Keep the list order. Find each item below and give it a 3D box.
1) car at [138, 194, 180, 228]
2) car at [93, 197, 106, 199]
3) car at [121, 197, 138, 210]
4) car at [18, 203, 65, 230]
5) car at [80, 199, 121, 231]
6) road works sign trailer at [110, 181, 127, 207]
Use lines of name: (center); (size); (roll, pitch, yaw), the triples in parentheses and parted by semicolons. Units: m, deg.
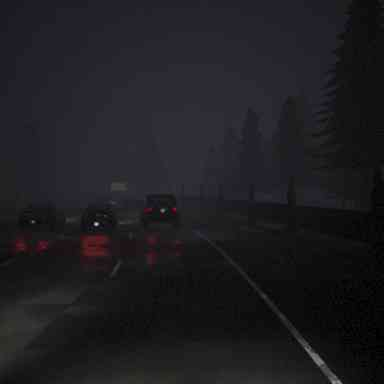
car: (-2.152, 1.130, 21.401); (2.150, 2.045, 5.566); (0, 0, -11)
car: (-10.500, 1.335, 37.693); (2.128, 1.511, 4.902); (0, 0, -21)
car: (-7.356, 1.312, 39.256); (1.882, 1.535, 5.008); (0, 0, -21)
car: (-9.153, 1.410, 20.551); (2.128, 1.511, 4.902); (0, 0, -11)
car: (-5.470, 1.422, 19.944); (1.837, 1.490, 4.892); (0, 0, -10)
road works sign trailer: (-10.365, 0.269, 46.799); (2.380, 3.560, 2.880); (0, 0, -28)
